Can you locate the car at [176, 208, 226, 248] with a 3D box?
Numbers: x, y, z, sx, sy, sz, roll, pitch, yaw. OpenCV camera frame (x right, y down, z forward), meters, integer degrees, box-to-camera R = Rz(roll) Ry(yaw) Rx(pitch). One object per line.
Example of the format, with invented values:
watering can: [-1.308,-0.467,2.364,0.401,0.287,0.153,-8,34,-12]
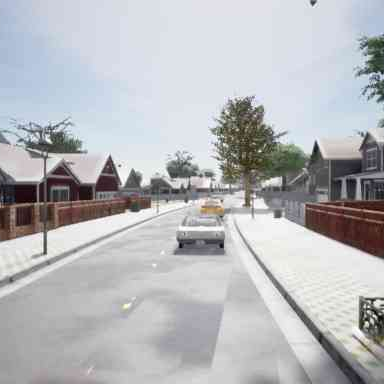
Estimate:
car: [0.455,1.589,14.559,1.895,1.301,4.718,0,0,3]

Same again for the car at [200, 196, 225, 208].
car: [1.814,1.390,29.379,1.882,1.535,5.008,0,0,7]

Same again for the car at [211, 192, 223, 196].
car: [4.902,1.005,64.289,2.150,2.045,5.566,0,0,10]
